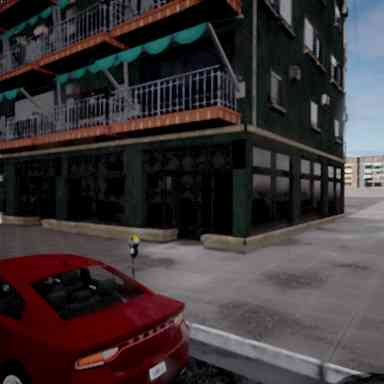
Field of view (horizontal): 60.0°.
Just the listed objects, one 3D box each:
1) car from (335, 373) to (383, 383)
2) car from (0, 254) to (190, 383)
[{"bbox_3d":[2.452,1.578,1.125,4.313,1.339,1.947,1,0,36],"label":"car"},{"bbox_3d":[-2.131,1.511,4.405,4.507,1.381,1.887,1,0,36],"label":"car"}]
